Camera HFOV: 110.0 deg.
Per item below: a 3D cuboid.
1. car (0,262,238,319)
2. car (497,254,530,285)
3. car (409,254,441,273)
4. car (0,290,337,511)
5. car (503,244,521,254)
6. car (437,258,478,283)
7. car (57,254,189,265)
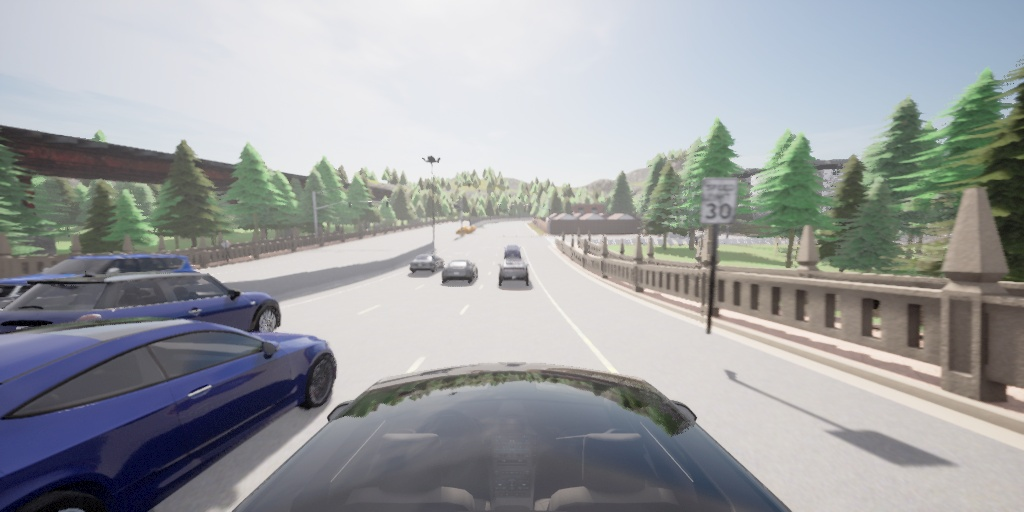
[{"bbox_3d":[-6.899,1.097,7.226,2.097,1.767,4.553,0,0,0],"label":"car"},{"bbox_3d":[0.105,0.909,22.659,2.128,1.511,4.902,0,3,0],"label":"car"},{"bbox_3d":[-6.904,0.530,29.339,2.033,1.411,5.357,0,5,0],"label":"car"},{"bbox_3d":[-3.399,1.274,3.184,1.812,1.442,4.674,0,0,0],"label":"car"},{"bbox_3d":[0.047,-0.564,39.790,1.812,1.442,4.674,0,7,0],"label":"car"},{"bbox_3d":[-3.399,0.918,23.922,1.994,1.385,4.181,0,3,0],"label":"car"},{"bbox_3d":[-14.056,0.952,12.494,2.150,2.045,5.566,0,0,0],"label":"car"}]
